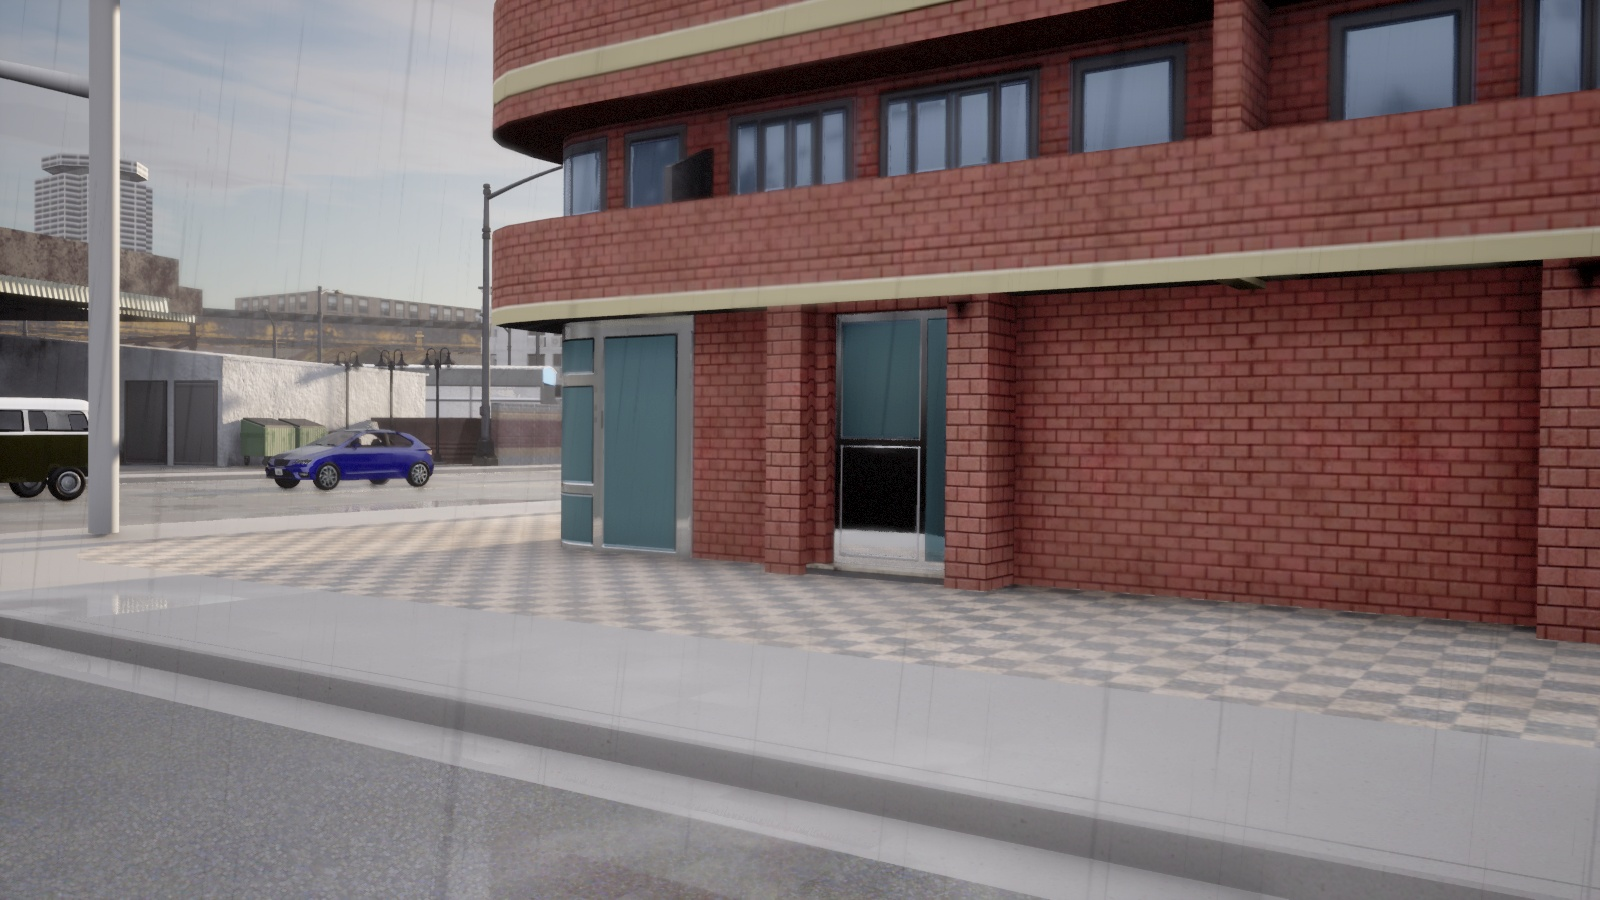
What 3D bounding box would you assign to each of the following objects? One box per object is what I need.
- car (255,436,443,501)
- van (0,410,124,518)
[{"bbox_3d":[-11.221,0.416,31.509,1.816,1.474,4.193,0,1,33],"label":"car"},{"bbox_3d":[-15.885,0.267,24.286,2.069,2.038,4.480,0,1,32],"label":"van"}]
